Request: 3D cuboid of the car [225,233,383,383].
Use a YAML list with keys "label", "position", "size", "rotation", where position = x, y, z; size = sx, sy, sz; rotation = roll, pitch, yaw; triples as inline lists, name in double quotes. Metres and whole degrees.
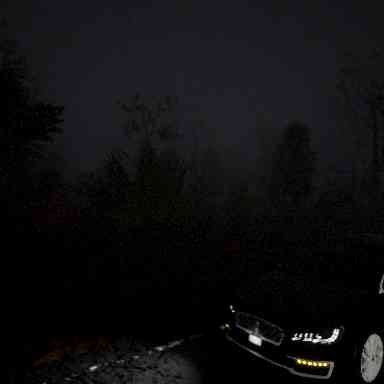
- label: "car"
  position: [2.705, 1.496, 5.374]
  size: [4.892, 1.490, 1.837]
  rotation: [0, 0, -36]
